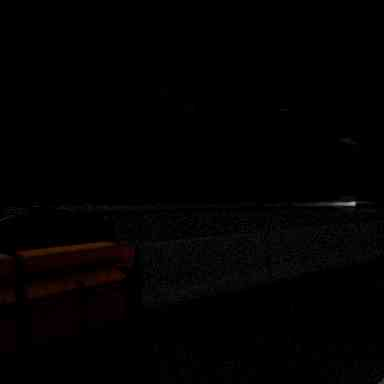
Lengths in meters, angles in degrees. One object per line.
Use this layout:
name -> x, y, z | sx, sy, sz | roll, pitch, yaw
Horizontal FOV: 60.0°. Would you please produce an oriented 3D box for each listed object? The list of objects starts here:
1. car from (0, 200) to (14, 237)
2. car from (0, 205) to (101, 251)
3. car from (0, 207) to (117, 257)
car -> -10.378, 1.134, 13.828 | 4.902, 1.511, 2.128 | 0, 1, -40
car -> -5.931, 1.288, 12.940 | 4.181, 1.385, 1.994 | 0, 1, -38
car -> -4.636, 1.268, 9.512 | 5.008, 1.535, 1.882 | 0, 1, -39
